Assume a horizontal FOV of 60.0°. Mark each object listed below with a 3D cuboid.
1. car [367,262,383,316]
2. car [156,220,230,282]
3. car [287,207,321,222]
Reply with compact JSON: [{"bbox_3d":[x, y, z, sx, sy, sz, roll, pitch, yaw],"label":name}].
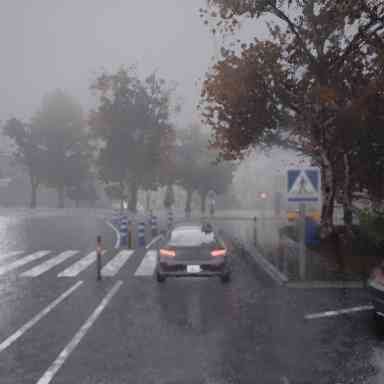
[{"bbox_3d":[5.300,1.511,5.672,4.892,1.521,2.231,1,0,-21],"label":"car"},{"bbox_3d":[0.009,1.557,9.742,1.812,1.442,4.674,0,0,-1],"label":"car"},{"bbox_3d":[11.229,2.178,32.072,5.008,1.535,1.882,3,-2,-36],"label":"car"}]
